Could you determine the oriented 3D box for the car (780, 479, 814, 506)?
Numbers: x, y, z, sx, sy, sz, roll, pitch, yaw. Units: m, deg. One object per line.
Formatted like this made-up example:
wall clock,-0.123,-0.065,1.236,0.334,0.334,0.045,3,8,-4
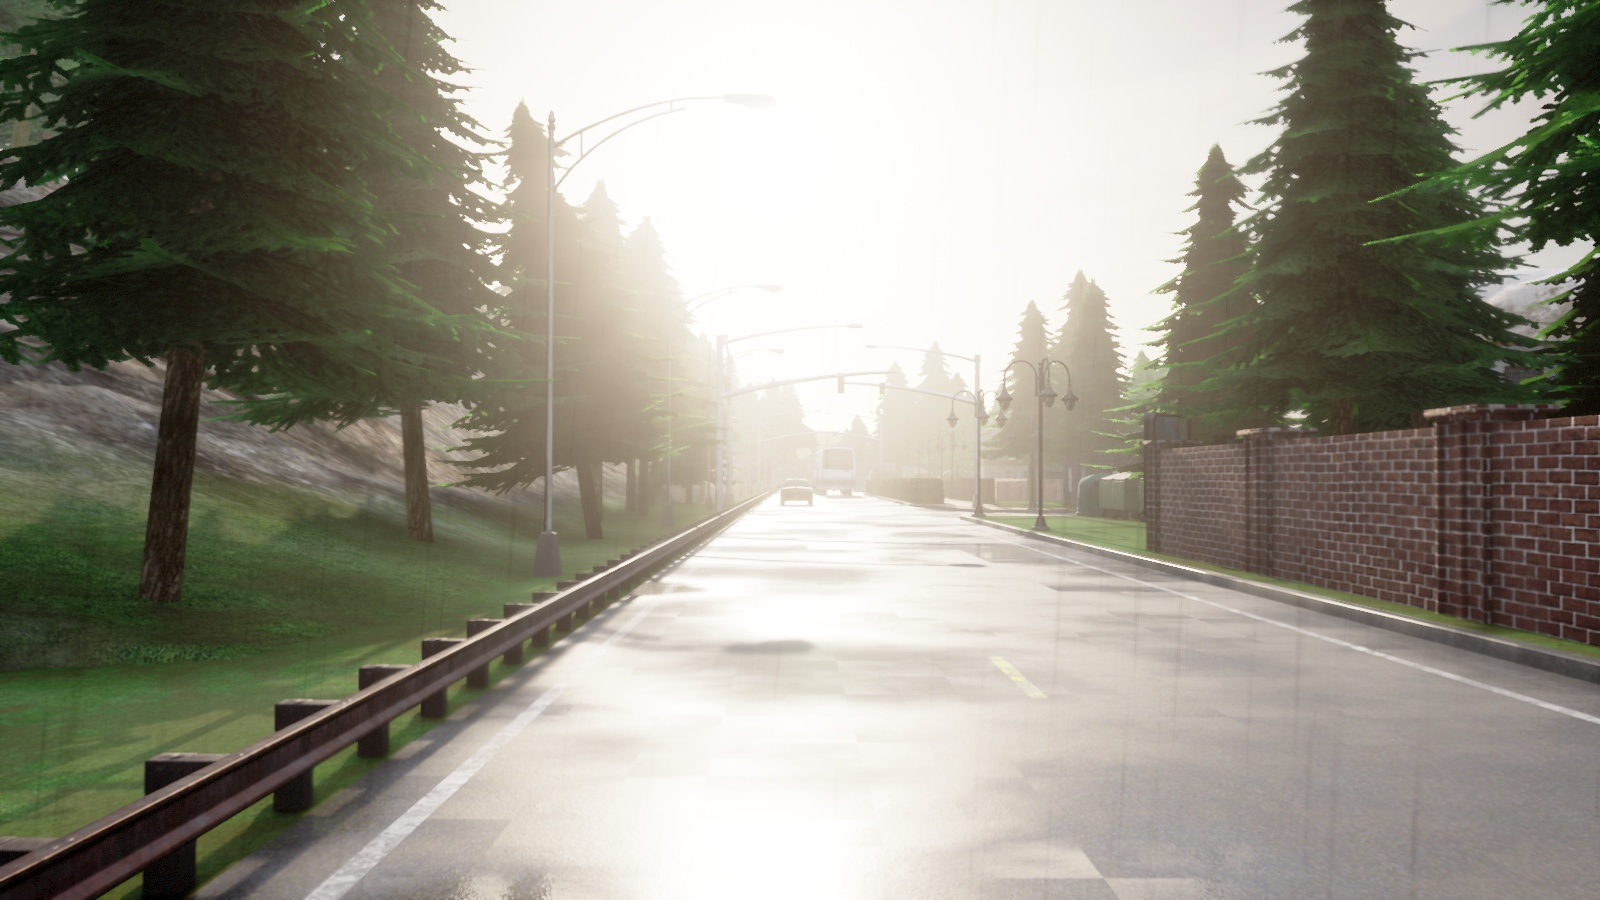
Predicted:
car,-0.181,2.403,72.072,1.837,1.490,4.892,0,-1,0
